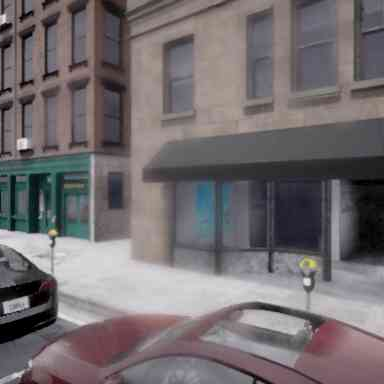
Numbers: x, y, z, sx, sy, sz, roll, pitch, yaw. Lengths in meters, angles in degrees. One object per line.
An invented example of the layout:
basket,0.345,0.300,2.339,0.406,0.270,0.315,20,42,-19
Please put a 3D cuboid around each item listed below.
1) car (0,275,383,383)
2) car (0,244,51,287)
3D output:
car,0.352,1.581,2.558,4.206,1.307,1.802,0,0,35
car,-4.055,1.559,5.700,4.313,1.339,1.947,0,0,35
